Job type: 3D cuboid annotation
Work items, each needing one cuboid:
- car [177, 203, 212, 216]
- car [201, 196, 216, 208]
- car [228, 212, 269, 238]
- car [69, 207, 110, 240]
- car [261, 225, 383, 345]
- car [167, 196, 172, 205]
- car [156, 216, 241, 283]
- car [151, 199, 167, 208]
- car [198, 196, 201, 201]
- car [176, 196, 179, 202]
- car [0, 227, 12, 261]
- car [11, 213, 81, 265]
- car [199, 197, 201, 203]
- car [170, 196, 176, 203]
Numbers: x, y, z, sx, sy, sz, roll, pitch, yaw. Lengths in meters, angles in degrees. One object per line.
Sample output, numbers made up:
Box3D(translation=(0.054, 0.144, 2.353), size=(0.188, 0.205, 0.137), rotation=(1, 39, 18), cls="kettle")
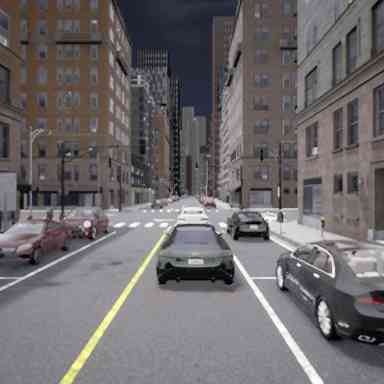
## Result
Box3D(translation=(0.059, 1.647, 20.236), size=(1.812, 1.442, 4.674), rotation=(0, 0, 0), cls="car")
Box3D(translation=(2.882, 1.799, 54.491), size=(1.967, 1.590, 4.097), rotation=(0, 0, 0), cls="car")
Box3D(translation=(2.853, 1.670, 17.401), size=(1.947, 1.339, 4.313), rotation=(0, 0, 0), cls="car")
Box3D(translation=(-5.673, 1.544, 17.401), size=(1.967, 1.590, 4.097), rotation=(0, 0, 0), cls="car")
Box3D(translation=(2.854, 1.589, 6.399), size=(2.008, 1.369, 4.403), rotation=(0, 0, 0), cls="car")
Box3D(translation=(-5.624, 1.993, 65.319), size=(2.008, 1.369, 4.403), rotation=(0, 0, 0), cls="car")
Box3D(translation=(0.083, 1.623, 9.839), size=(1.994, 1.385, 4.181), rotation=(0, 0, 0), cls="car")
Box3D(translation=(-5.643, 1.940, 54.502), size=(1.802, 1.307, 4.206), rotation=(0, 0, 0), cls="car")
Box3D(translation=(2.918, 1.975, 76.126), size=(1.967, 1.590, 4.097), rotation=(0, -1, 0), cls="car")
Box3D(translation=(-5.581, 2.003, 92.363), size=(2.192, 1.841, 5.009), rotation=(0, -1, 0), cls="car")
Box3D(translation=(-5.671, 1.604, 6.397), size=(1.947, 1.339, 4.313), rotation=(0, 0, 0), cls="car")
Box3D(translation=(-5.672, 1.653, 11.899), size=(1.802, 1.307, 4.206), rotation=(0, 0, 0), cls="car")
Box3D(translation=(2.900, 1.993, 65.308), size=(2.008, 1.369, 4.403), rotation=(0, 0, 0), cls="car")
Box3D(translation=(-5.598, 2.107, 81.374), size=(1.752, 1.417, 4.829), rotation=(0, -1, 0), cls="car")
